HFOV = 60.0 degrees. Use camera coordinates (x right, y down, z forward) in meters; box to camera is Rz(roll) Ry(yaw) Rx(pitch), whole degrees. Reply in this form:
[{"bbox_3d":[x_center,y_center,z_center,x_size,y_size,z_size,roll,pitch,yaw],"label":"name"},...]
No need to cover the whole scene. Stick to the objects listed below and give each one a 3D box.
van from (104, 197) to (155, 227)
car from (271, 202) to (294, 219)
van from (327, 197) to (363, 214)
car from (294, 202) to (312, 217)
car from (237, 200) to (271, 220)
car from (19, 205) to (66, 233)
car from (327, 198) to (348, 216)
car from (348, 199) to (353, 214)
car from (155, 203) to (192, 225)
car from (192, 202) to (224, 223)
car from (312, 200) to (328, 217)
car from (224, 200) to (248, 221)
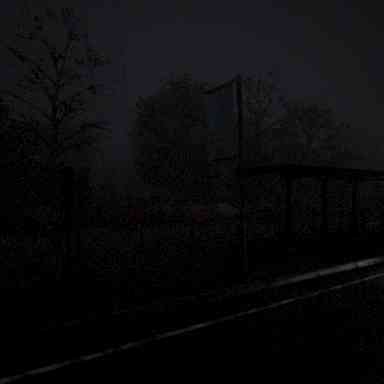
[{"bbox_3d":[-4.699,1.340,23.487,1.878,1.987,4.442,1,0,-36],"label":"van"},{"bbox_3d":[6.654,1.684,31.468,2.097,1.535,5.008,1,0,-36],"label":"car"},{"bbox_3d":[18.014,1.582,39.438,1.878,1.987,4.442,1,0,-36],"label":"van"},{"bbox_3d":[8.918,1.709,33.072,2.231,1.521,4.892,1,0,-36],"label":"car"},{"bbox_3d":[4.382,1.534,29.875,2.185,1.767,4.553,1,0,-36],"label":"car"},{"bbox_3d":[-9.131,1.550,20.140,2.163,1.488,4.792,1,0,-36],"label":"car"},{"bbox_3d":[13.537,1.755,36.152,1.946,1.575,5.366,1,0,-36],"label":"car"},{"bbox_3d":[15.671,1.812,37.943,2.163,1.488,4.792,1,0,-36],"label":"car"},{"bbox_3d":[-2.374,1.629,25.002,2.002,1.452,4.674,1,0,-36],"label":"car"},{"bbox_3d":[-0.113,1.612,26.616,2.097,1.535,5.008,1,0,-36],"label":"car"},{"bbox_3d":[11.155,1.762,34.714,2.163,1.488,4.792,1,0,-36],"label":"car"},{"bbox_3d":[2.143,1.676,28.232,2.002,1.452,4.674,1,0,-36],"label":"car"}]
